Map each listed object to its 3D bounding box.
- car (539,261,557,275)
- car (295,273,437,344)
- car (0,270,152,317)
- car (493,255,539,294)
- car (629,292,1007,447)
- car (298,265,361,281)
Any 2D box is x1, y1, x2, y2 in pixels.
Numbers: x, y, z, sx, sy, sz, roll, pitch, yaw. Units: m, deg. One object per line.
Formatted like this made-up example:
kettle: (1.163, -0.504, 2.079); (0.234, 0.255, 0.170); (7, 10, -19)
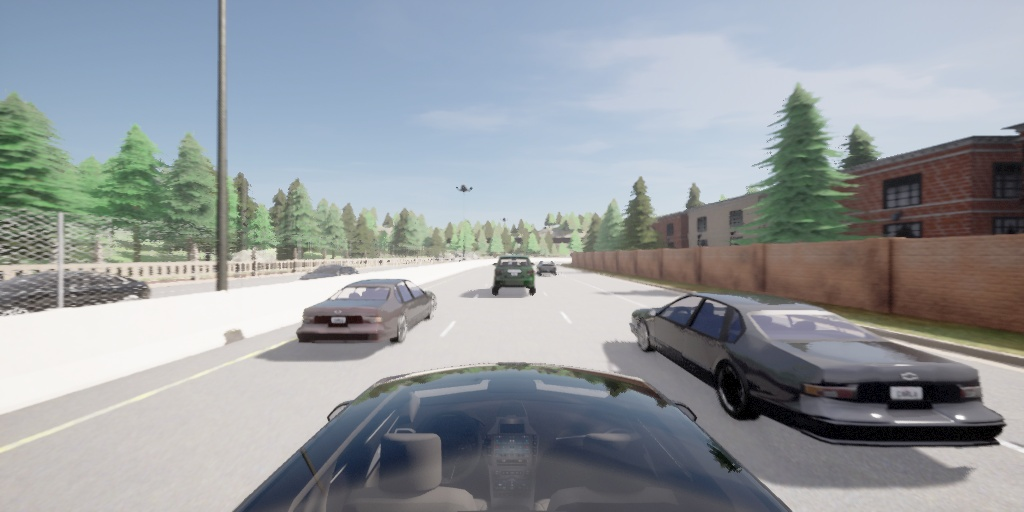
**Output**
car: (3.611, 1.244, 38.140); (2.128, 1.511, 4.902); (0, 0, 0)
car: (-3.400, 1.298, 9.535); (2.033, 1.411, 5.357); (0, 0, 0)
car: (-14.076, 1.256, 11.022); (1.837, 1.490, 4.892); (0, 0, 0)
car: (0.107, 0.974, 20.268); (2.150, 2.045, 5.566); (0, 0, 0)
car: (3.601, 1.298, 5.786); (2.033, 1.411, 5.357); (0, 0, 0)
car: (-10.496, 1.271, 21.003); (1.837, 1.490, 4.892); (0, 0, 0)
